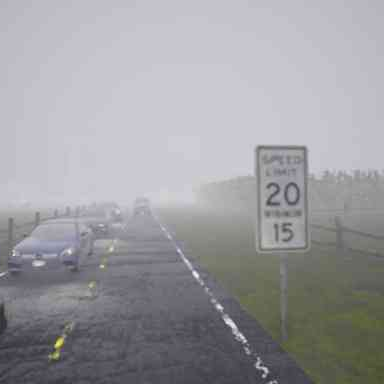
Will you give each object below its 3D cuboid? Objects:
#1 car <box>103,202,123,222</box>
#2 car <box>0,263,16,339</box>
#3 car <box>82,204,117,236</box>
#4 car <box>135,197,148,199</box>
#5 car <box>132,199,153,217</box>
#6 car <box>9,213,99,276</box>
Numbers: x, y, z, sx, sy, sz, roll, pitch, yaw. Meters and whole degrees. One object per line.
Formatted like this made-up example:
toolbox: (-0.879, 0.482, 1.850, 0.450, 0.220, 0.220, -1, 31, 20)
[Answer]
car: (-7.315, 1.691, 29.799, 2.097, 1.767, 4.553, -1, -1, -9)
car: (-3.047, 1.653, 2.134, 1.895, 1.301, 4.718, -1, -1, -9)
car: (-5.826, 1.743, 20.075, 1.837, 1.490, 4.892, -1, 0, -9)
car: (-6.905, 1.693, 45.570, 2.150, 2.045, 5.566, -1, 0, -9)
car: (-5.318, 1.875, 35.721, 1.837, 1.490, 4.892, -1, 0, -8)
car: (-4.444, 1.672, 11.168, 1.812, 1.442, 4.674, -1, -1, -9)
